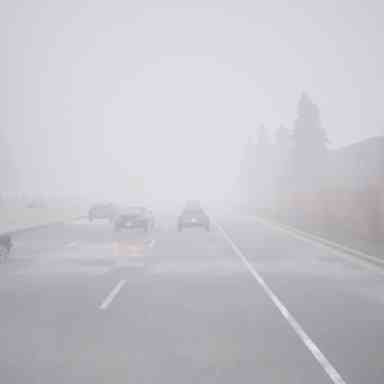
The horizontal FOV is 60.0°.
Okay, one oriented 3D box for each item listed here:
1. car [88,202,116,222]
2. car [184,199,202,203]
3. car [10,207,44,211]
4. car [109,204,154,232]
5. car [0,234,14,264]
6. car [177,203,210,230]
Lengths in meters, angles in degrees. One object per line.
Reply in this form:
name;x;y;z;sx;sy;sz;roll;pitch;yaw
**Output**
car;-6.899;1.552;26.914;2.128;1.511;4.902;0;0;0
car;0.101;1.598;41.381;1.837;1.490;4.892;0;0;0
car;-14.022;1.666;29.271;1.895;1.301;4.718;0;0;0
car;-3.413;1.571;20.177;1.812;1.442;4.674;0;0;0
car;-6.899;1.621;9.004;1.895;1.301;4.718;0;0;0
car;0.101;1.612;21.468;1.994;1.385;4.181;0;0;0
